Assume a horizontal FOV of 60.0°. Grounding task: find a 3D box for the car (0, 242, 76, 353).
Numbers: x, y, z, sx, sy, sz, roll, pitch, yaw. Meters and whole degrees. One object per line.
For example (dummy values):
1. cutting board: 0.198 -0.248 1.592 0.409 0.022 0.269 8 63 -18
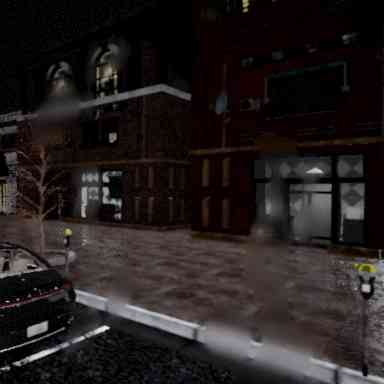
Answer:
1. car: -3.755 1.513 5.549 4.403 1.369 2.008 0 1 36
